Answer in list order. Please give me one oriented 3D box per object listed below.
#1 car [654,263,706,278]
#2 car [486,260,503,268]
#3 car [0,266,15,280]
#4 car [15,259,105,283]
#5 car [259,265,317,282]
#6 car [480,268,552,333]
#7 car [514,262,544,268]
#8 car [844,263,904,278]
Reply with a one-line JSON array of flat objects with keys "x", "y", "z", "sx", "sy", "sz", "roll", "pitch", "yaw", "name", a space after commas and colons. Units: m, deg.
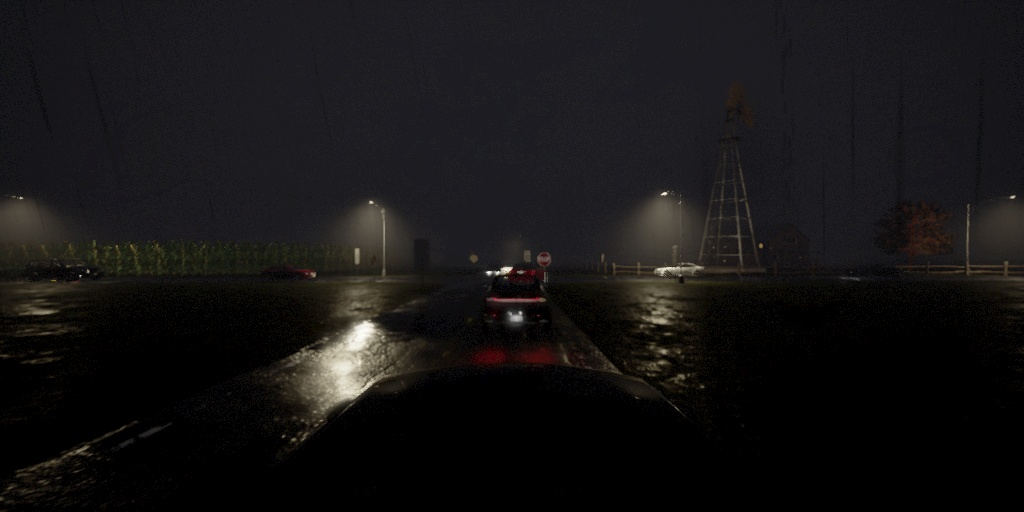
[{"x": 16.311, "y": 1.381, "z": 34.843, "sx": 4.674, "sy": 1.442, "sz": 1.812, "roll": 0, "pitch": 0, "yaw": 2, "name": "car"}, {"x": -2.723, "y": 1.591, "z": 53.538, "sx": 1.994, "sy": 1.385, "sz": 4.181, "roll": 0, "pitch": 0, "yaw": 0, "name": "car"}, {"x": -46.576, "y": 1.306, "z": 35.417, "sx": 5.566, "sy": 2.045, "sz": 2.150, "roll": 0, "pitch": 0, "yaw": -1, "name": "car"}, {"x": -40.651, "y": 1.304, "z": 32.590, "sx": 5.566, "sy": 2.045, "sz": 2.150, "roll": 0, "pitch": 0, "yaw": 0, "name": "car"}, {"x": -20.308, "y": 1.534, "z": 32.575, "sx": 4.674, "sy": 1.442, "sz": 1.812, "roll": 0, "pitch": 0, "yaw": 0, "name": "car"}, {"x": 0.117, "y": 1.294, "z": 10.949, "sx": 2.128, "sy": 1.511, "sz": 4.902, "roll": 0, "pitch": 0, "yaw": 0, "name": "car"}, {"x": 1.351, "y": 1.245, "z": 26.934, "sx": 2.097, "sy": 1.767, "sz": 4.553, "roll": 0, "pitch": 0, "yaw": 18, "name": "car"}, {"x": 34.403, "y": 1.355, "z": 34.170, "sx": 4.181, "sy": 1.385, "sz": 1.994, "roll": 0, "pitch": 0, "yaw": 3, "name": "car"}]
